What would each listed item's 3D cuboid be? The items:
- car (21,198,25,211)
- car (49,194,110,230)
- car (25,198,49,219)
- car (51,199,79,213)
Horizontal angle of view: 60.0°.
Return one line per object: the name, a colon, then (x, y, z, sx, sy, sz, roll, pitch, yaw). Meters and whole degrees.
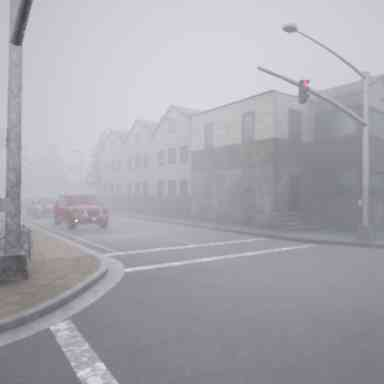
car: (-18.781, 1.485, 37.535, 1.837, 1.490, 4.892, 1, -1, -35)
car: (-7.064, 1.169, 20.915, 2.150, 2.045, 5.566, 1, -1, -35)
car: (-12.813, 1.315, 29.050, 2.097, 1.767, 4.553, 1, -1, -35)
car: (-14.408, 1.532, 37.661, 1.837, 1.490, 4.892, 1, -1, -35)
